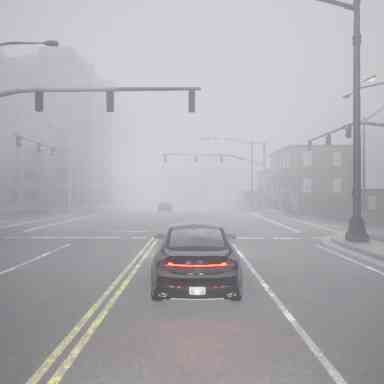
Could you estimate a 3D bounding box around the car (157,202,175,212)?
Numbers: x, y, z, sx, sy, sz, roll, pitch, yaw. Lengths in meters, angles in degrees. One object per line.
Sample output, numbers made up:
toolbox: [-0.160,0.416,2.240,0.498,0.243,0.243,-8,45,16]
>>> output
car: [-3.642,2.066,45.551,1.837,1.490,4.892,0,-5,0]

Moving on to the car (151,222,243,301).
car: [0.092,1.505,8.316,1.837,1.490,4.892,0,0,0]

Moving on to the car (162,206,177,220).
car: [-3.642,3.522,54.959,2.128,1.511,4.902,0,-12,0]
